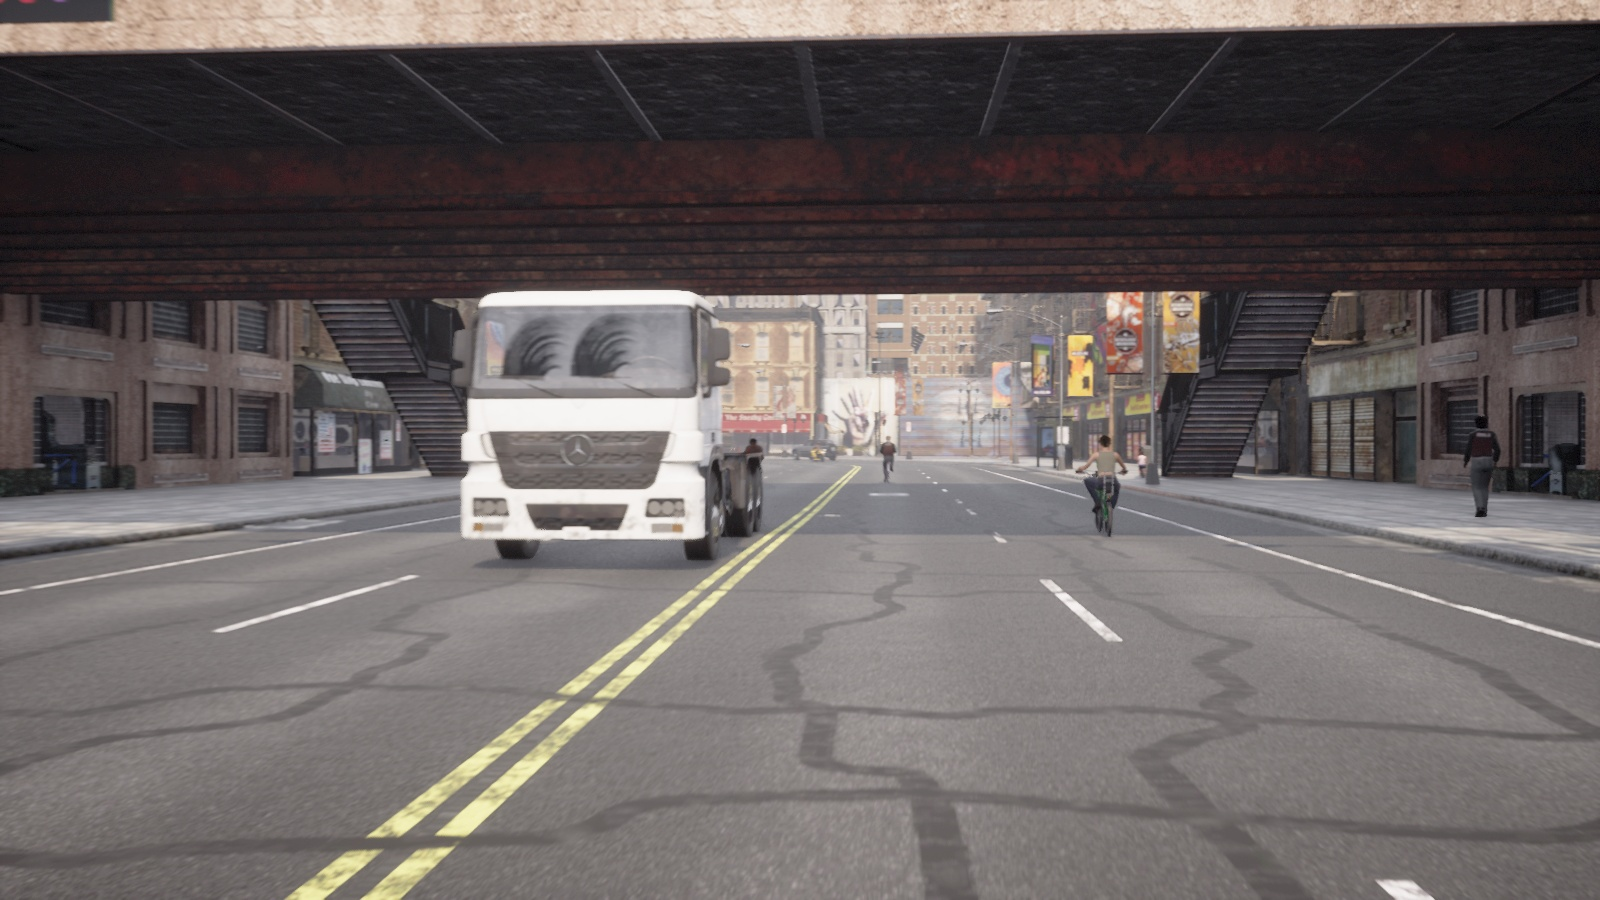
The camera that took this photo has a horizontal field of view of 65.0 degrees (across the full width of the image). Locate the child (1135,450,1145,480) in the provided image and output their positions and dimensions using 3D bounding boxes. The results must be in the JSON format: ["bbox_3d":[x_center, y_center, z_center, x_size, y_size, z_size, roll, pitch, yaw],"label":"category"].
[{"bbox_3d":[12.510,0.538,46.165,0.255,1.110,0.394,0,0,-1],"label":"child"}]

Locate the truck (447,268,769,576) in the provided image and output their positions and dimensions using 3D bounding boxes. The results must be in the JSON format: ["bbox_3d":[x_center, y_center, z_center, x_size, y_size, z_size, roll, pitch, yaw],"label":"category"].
[{"bbox_3d":[-2.291,-0.342,18.192,2.891,3.462,7.936,0,0,4],"label":"truck"}]

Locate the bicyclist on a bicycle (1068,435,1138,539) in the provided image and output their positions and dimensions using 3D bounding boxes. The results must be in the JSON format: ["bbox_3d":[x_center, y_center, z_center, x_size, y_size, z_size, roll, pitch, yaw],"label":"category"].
[{"bbox_3d":[4.892,0.574,20.371,0.866,1.612,1.509,0,0,5],"label":"bicyclist on a bicycle"}]

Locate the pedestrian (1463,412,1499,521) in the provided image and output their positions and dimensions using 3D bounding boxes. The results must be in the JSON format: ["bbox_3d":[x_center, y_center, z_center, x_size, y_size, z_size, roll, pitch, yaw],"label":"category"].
[{"bbox_3d":[12.290,0.291,22.673,0.402,1.930,0.666,0,0,14],"label":"pedestrian"}]
